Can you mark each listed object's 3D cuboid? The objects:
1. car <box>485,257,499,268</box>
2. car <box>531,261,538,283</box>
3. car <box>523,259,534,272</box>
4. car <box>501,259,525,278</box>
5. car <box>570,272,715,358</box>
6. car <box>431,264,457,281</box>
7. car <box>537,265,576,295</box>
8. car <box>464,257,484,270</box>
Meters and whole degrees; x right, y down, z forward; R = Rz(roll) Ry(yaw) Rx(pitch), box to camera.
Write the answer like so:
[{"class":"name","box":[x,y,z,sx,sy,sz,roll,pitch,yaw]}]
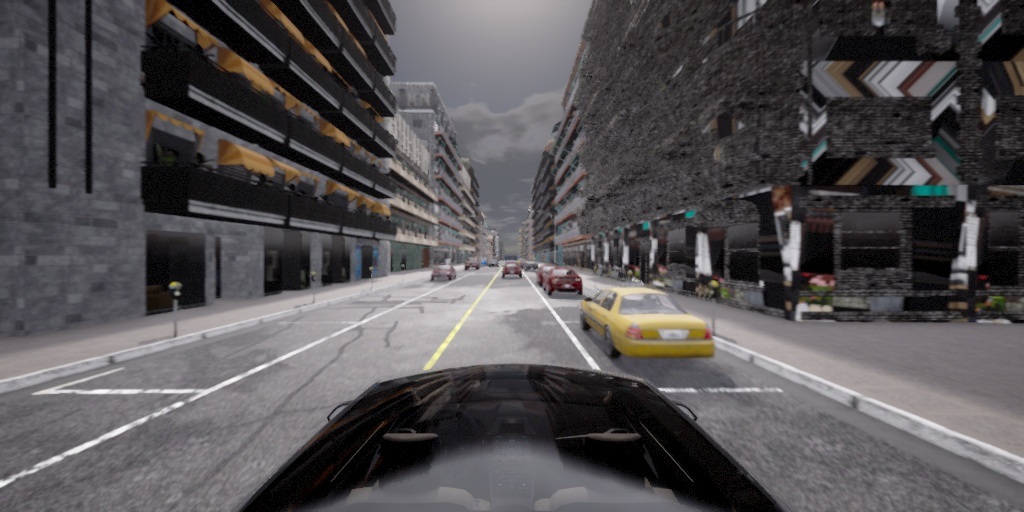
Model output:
[{"class":"car","box":[-3.220,1.313,62.995,1.837,1.490,4.892,0,0,0]},{"class":"car","box":[2.624,1.300,25.077,1.888,1.381,4.507,0,0,0]},{"class":"car","box":[2.552,1.330,47.727,2.007,1.370,4.403,0,0,0]},{"class":"car","box":[0.001,1.296,34.437,1.812,1.442,4.674,0,0,0]},{"class":"car","box":[2.677,1.269,8.264,1.751,1.417,4.829,0,0,0]},{"class":"car","box":[-5.775,1.361,30.733,1.802,1.307,4.207,0,0,0]},{"class":"car","box":[2.642,1.294,19.415,1.888,1.381,4.507,0,0,0]},{"class":"car","box":[-5.847,1.119,53.383,2.192,1.841,5.009,0,0,0]}]
